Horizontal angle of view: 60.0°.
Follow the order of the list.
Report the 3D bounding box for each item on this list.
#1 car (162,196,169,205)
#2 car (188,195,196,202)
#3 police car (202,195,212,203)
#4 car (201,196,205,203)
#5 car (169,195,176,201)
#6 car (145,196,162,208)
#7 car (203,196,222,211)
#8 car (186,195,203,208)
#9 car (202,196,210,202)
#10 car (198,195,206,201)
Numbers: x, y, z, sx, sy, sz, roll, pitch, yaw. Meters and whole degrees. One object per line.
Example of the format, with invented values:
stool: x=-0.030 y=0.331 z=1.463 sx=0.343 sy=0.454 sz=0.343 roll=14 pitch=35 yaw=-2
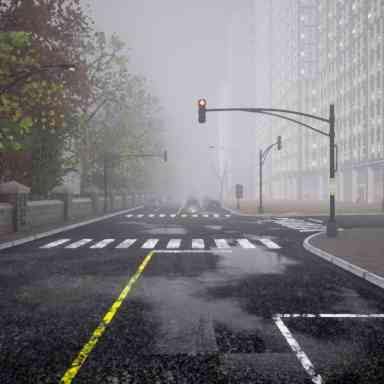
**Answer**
car: x=-5.657 y=1.477 z=58.444 sx=1.967 sy=1.590 sz=4.097 roll=0 pitch=0 yaw=0
car: x=0.043 y=1.569 z=80.081 sx=1.837 sy=1.490 sz=4.892 roll=0 pitch=0 yaw=0
police car: x=3.173 y=1.477 z=69.963 sx=1.930 sy=1.638 sz=5.238 roll=0 pitch=0 yaw=0
car: x=2.717 y=1.591 z=47.174 sx=1.947 sy=1.339 sz=4.313 roll=0 pitch=0 yaw=0
car: x=-5.642 y=1.625 z=86.605 sx=1.887 sy=1.381 sz=4.507 roll=0 pitch=0 yaw=0
car: x=-5.664 y=1.607 z=47.179 sx=1.802 sy=1.307 sz=4.206 roll=0 pitch=0 yaw=0
car: x=2.713 y=1.586 z=41.541 sx=1.947 sy=1.339 sz=4.313 roll=0 pitch=0 yaw=0
car: x=0.128 y=1.519 z=49.639 sx=2.128 sy=1.511 sz=4.902 roll=0 pitch=0 yaw=0
car: x=3.191 y=1.589 z=76.853 sx=1.812 sy=1.442 sz=4.674 roll=0 pitch=0 yaw=0
car: x=2.742 y=1.641 z=92.232 sx=2.008 sy=1.369 sz=4.403 roll=0 pitch=0 yaw=0
